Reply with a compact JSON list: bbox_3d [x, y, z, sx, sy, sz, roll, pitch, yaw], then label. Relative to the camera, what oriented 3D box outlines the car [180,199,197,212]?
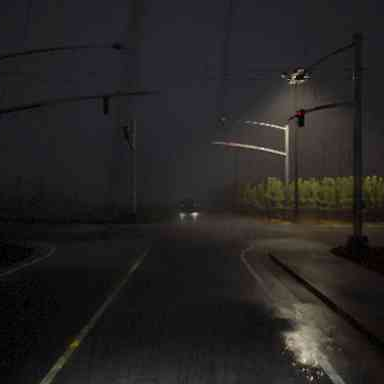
[{"bbox_3d":[-0.466,1.618,42.039,2.097,1.767,4.553,0,0,-3],"label":"car"}]
